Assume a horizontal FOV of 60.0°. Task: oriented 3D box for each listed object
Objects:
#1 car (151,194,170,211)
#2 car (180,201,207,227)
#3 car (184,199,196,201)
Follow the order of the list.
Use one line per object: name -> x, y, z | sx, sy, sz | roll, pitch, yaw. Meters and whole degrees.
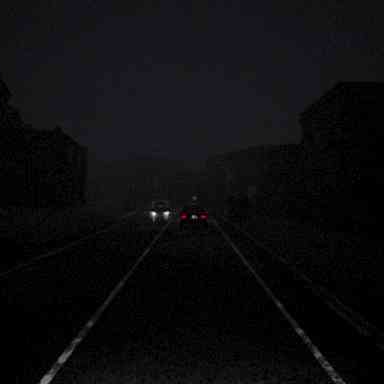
car -> -3.981, 1.328, 41.944 | 2.150, 2.045, 5.566 | 0, 0, -5
car -> 0.099, 1.609, 23.232 | 2.033, 1.411, 5.357 | 0, 0, 0
car -> -0.288, 1.604, 41.781 | 2.128, 1.511, 4.902 | 0, 0, -4
